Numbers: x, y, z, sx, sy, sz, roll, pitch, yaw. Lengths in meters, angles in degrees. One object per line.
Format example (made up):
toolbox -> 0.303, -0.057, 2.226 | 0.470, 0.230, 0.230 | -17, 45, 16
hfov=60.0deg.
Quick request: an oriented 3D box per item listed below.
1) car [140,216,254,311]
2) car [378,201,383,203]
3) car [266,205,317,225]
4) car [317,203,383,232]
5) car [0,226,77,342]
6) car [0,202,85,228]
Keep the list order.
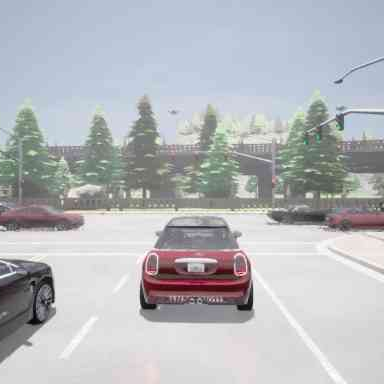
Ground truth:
car -> 0.148, 1.352, 7.968 | 2.097, 1.767, 4.553 | 0, 0, 2
car -> 19.473, 1.166, 29.666 | 5.566, 2.045, 2.150 | 0, 0, 1
car -> 7.609, 1.545, 22.666 | 4.718, 1.301, 1.895 | 0, 0, 1
car -> 9.805, 1.508, 19.135 | 4.181, 1.385, 1.994 | 0, 0, 1
car -> -3.432, 1.492, 4.217 | 2.128, 1.511, 4.902 | 0, 0, 0
car -> -8.695, 1.506, 19.396 | 4.674, 1.442, 1.812 | 0, 0, 1
